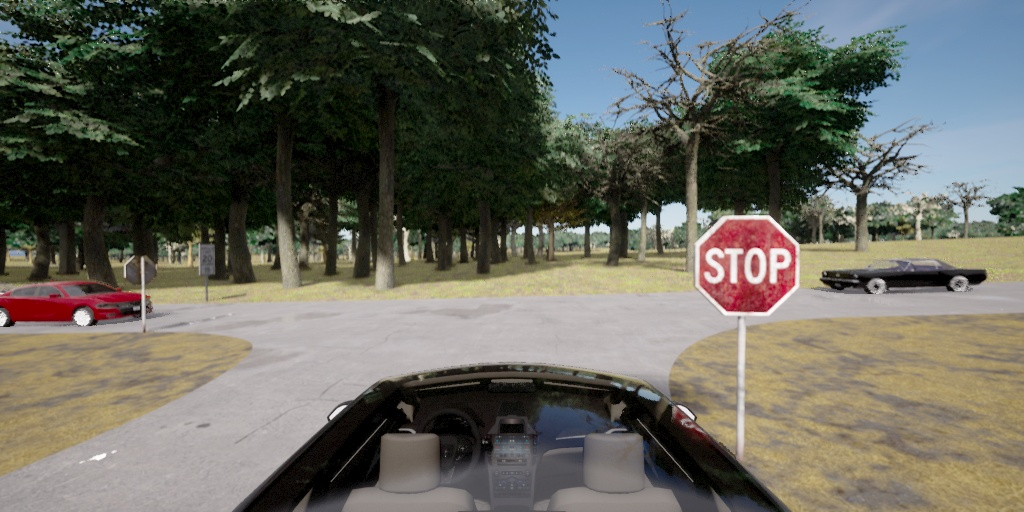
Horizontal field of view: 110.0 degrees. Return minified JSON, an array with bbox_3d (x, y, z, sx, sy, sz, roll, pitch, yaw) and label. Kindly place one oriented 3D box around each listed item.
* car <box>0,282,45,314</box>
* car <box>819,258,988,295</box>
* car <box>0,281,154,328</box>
[{"bbox_3d":[-25.132,1.947,16.614,4.718,1.301,1.895,-1,1,3],"label":"car"},{"bbox_3d":[15.241,0.762,14.226,4.718,1.301,1.895,-2,1,3],"label":"car"},{"bbox_3d":[-16.061,1.671,13.112,5.008,1.535,1.882,-1,1,3],"label":"car"}]
